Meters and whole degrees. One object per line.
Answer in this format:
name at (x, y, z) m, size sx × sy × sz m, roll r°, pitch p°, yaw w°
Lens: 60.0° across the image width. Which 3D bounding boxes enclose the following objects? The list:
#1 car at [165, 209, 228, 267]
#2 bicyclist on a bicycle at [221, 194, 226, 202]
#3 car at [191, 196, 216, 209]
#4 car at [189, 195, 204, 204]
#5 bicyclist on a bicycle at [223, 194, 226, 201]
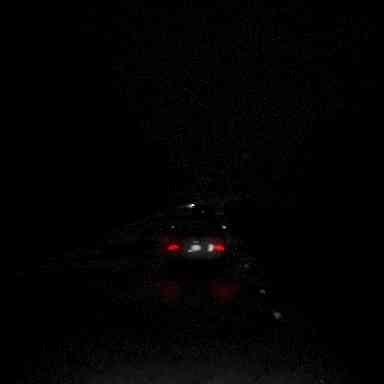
car at (0.208, 1.524, 11.330) m, size 2.033 × 1.411 × 5.357 m, roll 0°, pitch 0°, yaw 2°
bicyclist on a bicycle at (6.719, 1.374, 74.111) m, size 0.582 × 1.620 × 1.656 m, roll 0°, pitch 0°, yaw 9°
car at (1.084, 1.407, 29.575) m, size 1.882 × 1.535 × 5.008 m, roll 0°, pitch 0°, yaw 4°
car at (0.936, 1.410, 60.677) m, size 2.128 × 1.511 × 4.902 m, roll 0°, pitch 0°, yaw 8°
bicyclist on a bicycle at (8.174, 1.375, 82.950) m, size 0.582 × 1.620 × 1.656 m, roll 0°, pitch 0°, yaw 10°
